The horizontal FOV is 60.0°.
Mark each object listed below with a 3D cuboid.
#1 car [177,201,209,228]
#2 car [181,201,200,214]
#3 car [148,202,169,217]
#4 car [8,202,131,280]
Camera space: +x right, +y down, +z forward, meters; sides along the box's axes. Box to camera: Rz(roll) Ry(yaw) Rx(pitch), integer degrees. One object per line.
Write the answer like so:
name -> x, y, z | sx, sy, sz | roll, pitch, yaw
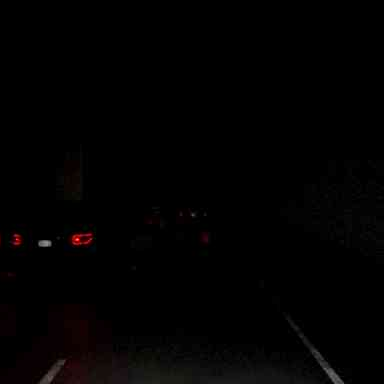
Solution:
car -> 0.072, 1.547, 23.756 | 2.097, 1.767, 4.553 | 0, 0, 0
car -> -0.223, 1.887, 41.746 | 2.033, 1.411, 5.357 | 0, 0, -4
car -> -3.462, 1.772, 34.411 | 2.128, 1.511, 4.902 | 0, 0, -1
car -> -3.411, 1.307, 10.397 | 2.150, 2.045, 5.566 | 0, 0, 0
